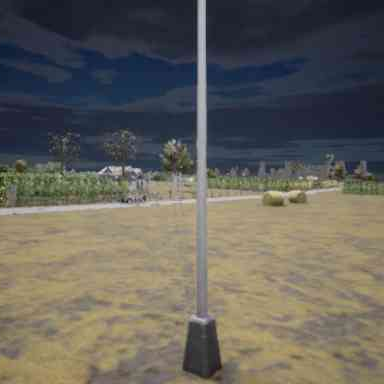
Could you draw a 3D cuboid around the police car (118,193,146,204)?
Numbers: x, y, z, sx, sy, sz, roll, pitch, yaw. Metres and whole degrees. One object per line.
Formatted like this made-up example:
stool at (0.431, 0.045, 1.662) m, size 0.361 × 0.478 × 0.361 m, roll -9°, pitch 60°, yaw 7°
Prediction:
police car at (-9.762, 1.063, 54.474) m, size 1.930 × 1.638 × 5.238 m, roll 3°, pitch 2°, yaw 36°
